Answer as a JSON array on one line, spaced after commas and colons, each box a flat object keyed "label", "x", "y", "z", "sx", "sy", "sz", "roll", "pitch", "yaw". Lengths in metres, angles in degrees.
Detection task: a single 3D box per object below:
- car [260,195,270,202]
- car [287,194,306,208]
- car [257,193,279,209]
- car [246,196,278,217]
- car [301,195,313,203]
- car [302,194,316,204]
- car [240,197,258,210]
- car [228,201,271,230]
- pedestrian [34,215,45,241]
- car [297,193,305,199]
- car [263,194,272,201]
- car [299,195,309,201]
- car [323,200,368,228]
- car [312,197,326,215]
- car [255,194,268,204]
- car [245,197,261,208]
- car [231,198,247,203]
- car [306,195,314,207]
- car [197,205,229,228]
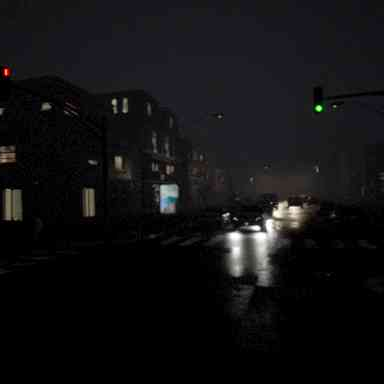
[{"label": "car", "x": 16.726, "y": 1.493, "z": 75.968, "sx": 1.752, "sy": 1.417, "sz": 4.829, "roll": -1, "pitch": 0, "yaw": 16}, {"label": "car", "x": 13.794, "y": 1.354, "z": 44.683, "sx": 1.882, "sy": 1.535, "sz": 5.008, "roll": -2, "pitch": 0, "yaw": 16}, {"label": "car", "x": 9.677, "y": 1.185, "z": 41.576, "sx": 2.150, "sy": 2.045, "sz": 5.566, "roll": -2, "pitch": 0, "yaw": 16}, {"label": "car", "x": 6.691, "y": 1.479, "z": 31.347, "sx": 2.128, "sy": 1.511, "sz": 4.902, "roll": -2, "pitch": 0, "yaw": 16}, {"label": "car", "x": 21.788, "y": 1.323, "z": 63.197, "sx": 2.008, "sy": 1.369, "sz": 4.403, "roll": -1, "pitch": 0, "yaw": 16}, {"label": "car", "x": 20.268, "y": 1.222, "z": 57.887, "sx": 1.967, "sy": 1.590, "sz": 4.097, "roll": -1, "pitch": 0, "yaw": 16}, {"label": "car", "x": 7.662, "y": 1.469, "z": 44.277, "sx": 1.967, "sy": 1.590, "sz": 4.097, "roll": -1, "pitch": 0, "yaw": 16}, {"label": "car", "x": 3.805, "y": 1.536, "z": 21.406, "sx": 1.812, "sy": 1.442, "sz": 4.674, "roll": -2, "pitch": 0, "yaw": 17}, {"label": "pedestrian", "x": -7.476, "y": 1.679, "z": 16.306, "sx": 0.375, "sy": 1.300, "sz": 0.375, "roll": -2, "pitch": -1, "yaw": 17}, {"label": "car", "x": 29.376, "y": 1.167, "z": 89.742, "sx": 1.967, "sy": 1.590, "sz": 4.097, "roll": -1, "pitch": 0, "yaw": 16}, {"label": "car", "x": 19.807, "y": 1.390, "z": 86.751, "sx": 1.967, "sy": 1.590, "sz": 4.097, "roll": -1, "pitch": 0, "yaw": 16}, {"label": "car", "x": 24.825, "y": 1.334, "z": 73.814, "sx": 1.802, "sy": 1.307, "sz": 4.206, "roll": -1, "pitch": 0, "yaw": 16}, {"label": "car", "x": 9.644, "y": 1.426, "z": 20.724, "sx": 1.947, "sy": 1.339, "sz": 4.313, "roll": -1, "pitch": 0, "yaw": 16}, {"label": "car", "x": 12.680, "y": 1.418, "z": 31.340, "sx": 1.802, "sy": 1.307, "sz": 4.206, "roll": -1, "pitch": 0, "yaw": 16}, {"label": "car", "x": 13.732, "y": 1.302, "z": 65.515, "sx": 2.192, "sy": 1.841, "sz": 5.009, "roll": -1, "pitch": 0, "yaw": 16}, {"label": "car", "x": 9.135, "y": 1.543, "z": 49.422, "sx": 1.752, "sy": 1.417, "sz": 4.829, "roll": -1, "pitch": 0, "yaw": 16}, {"label": "car", "x": 4.628, "y": 1.602, "z": 33.658, "sx": 2.008, "sy": 1.369, "sz": 4.403, "roll": -1, "pitch": 0, "yaw": 16}, {"label": "car", "x": 17.234, "y": 1.354, "z": 47.269, "sx": 2.008, "sy": 1.369, "sz": 4.403, "roll": -1, "pitch": 0, "yaw": 16}, {"label": "car", "x": 1.593, "y": 1.657, "z": 23.040, "sx": 1.802, "sy": 1.307, "sz": 4.206, "roll": -1, "pitch": 0, "yaw": 16}]
